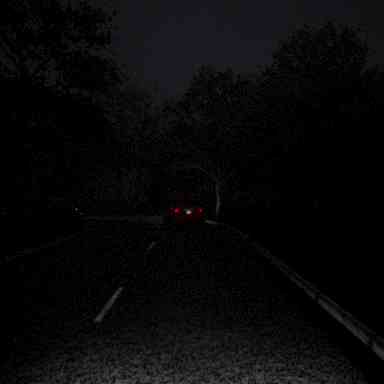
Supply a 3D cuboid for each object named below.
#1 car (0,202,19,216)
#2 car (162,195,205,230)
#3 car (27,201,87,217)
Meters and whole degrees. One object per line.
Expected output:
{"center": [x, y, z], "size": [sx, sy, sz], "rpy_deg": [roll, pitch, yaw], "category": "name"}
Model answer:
{"center": [-16.947, 1.717, 33.763], "size": [4.902, 1.511, 2.128], "rpy_deg": [-1, -3, 4], "category": "car"}
{"center": [-0.645, 1.240, 21.540], "size": [2.150, 2.045, 5.566], "rpy_deg": [1, 0, -10], "category": "car"}
{"center": [-11.868, 1.604, 29.694], "size": [4.718, 1.301, 1.895], "rpy_deg": [0, -3, 12], "category": "car"}
